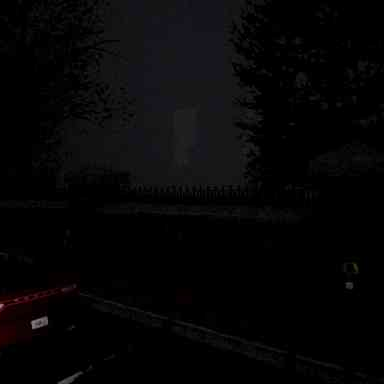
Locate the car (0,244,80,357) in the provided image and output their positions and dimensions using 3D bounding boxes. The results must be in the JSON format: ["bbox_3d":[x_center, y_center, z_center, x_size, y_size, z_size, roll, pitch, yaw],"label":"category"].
[{"bbox_3d":[-3.768,1.544,5.576,4.507,1.381,1.887,0,0,36],"label":"car"}]
